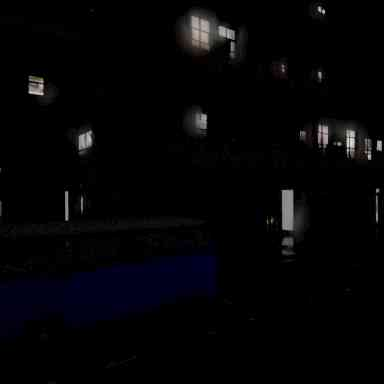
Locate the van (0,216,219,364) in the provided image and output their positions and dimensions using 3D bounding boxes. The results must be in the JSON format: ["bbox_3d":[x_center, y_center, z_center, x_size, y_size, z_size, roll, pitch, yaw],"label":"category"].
[{"bbox_3d":[-1.416,1.341,5.555,3.998,1.788,1.690,0,0,-35],"label":"van"}]
